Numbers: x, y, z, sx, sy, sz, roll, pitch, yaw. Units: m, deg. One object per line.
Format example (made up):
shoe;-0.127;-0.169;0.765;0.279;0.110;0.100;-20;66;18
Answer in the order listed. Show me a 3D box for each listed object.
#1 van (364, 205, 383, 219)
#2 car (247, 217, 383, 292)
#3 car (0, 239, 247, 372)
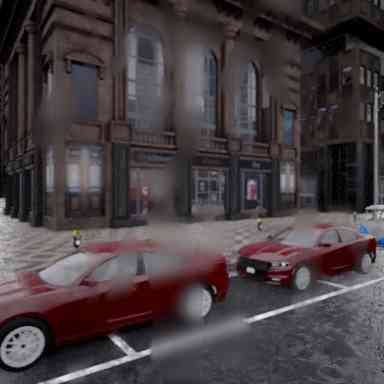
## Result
van;7.750;1.342;12.182;3.998;1.788;1.690;0;0;-36
car;3.177;1.545;8.918;4.507;1.381;1.887;0;0;-36
car;-1.396;1.544;5.653;4.507;1.381;1.887;0;0;-36
